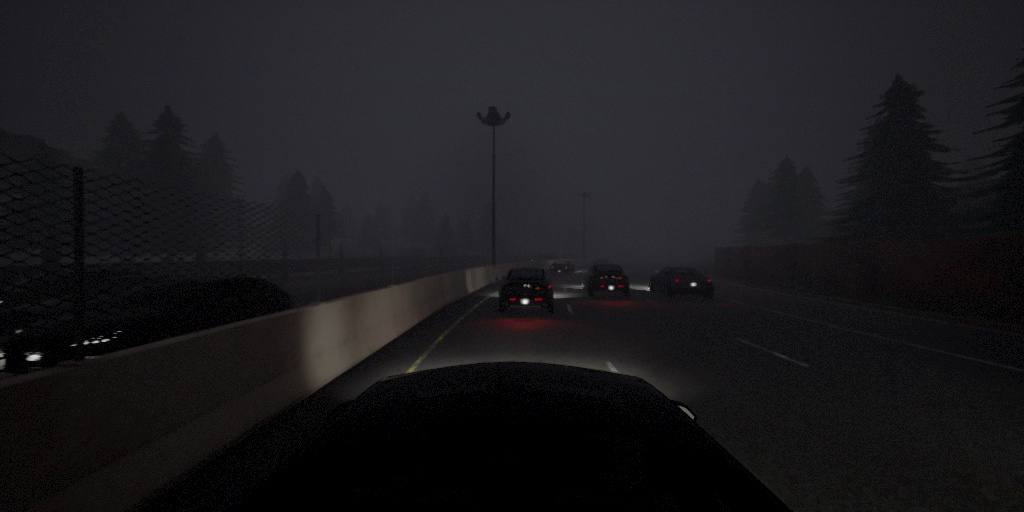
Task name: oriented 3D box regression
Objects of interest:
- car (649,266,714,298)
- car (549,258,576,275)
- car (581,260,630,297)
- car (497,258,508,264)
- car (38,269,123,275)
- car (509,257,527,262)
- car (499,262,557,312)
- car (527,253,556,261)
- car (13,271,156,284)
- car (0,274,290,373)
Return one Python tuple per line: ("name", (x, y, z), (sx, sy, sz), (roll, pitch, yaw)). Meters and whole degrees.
("car", (8.110, 1.193, 17.488), (1.994, 1.385, 4.181), (0, 0, 8))
("car", (5.033, 1.097, 35.106), (1.895, 1.301, 4.718), (0, 0, 18))
("car", (4.658, 1.130, 18.067), (1.837, 1.490, 4.892), (0, 0, 8))
("car", (-0.511, 0.926, 57.747), (1.895, 1.301, 4.718), (0, 0, 29))
("car", (-13.787, 1.184, 11.260), (1.837, 1.490, 4.892), (0, 1, 4))
("car", (2.031, 0.891, 55.230), (2.033, 1.411, 5.357), (0, 0, 28))
("car", (0.624, 1.164, 13.706), (1.837, 1.490, 4.892), (0, 0, 5))
("car", (4.710, 0.584, 52.732), (2.150, 2.045, 5.566), (0, 0, 28))
("car", (-10.453, 1.233, 10.354), (2.033, 1.411, 5.357), (0, 0, 2))
("car", (-6.954, 1.210, 7.693), (1.837, 1.490, 4.892), (0, 1, 2))
